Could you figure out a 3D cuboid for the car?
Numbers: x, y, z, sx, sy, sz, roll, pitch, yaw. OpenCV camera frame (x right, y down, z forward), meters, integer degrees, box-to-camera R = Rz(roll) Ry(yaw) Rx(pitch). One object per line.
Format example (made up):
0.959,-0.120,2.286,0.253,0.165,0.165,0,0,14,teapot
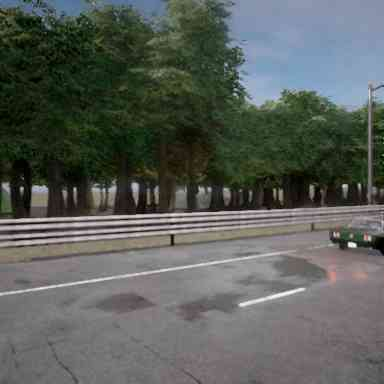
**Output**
7.817,1.708,13.745,4.718,1.301,1.895,0,0,-35,car
